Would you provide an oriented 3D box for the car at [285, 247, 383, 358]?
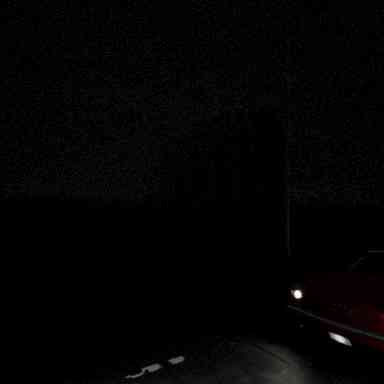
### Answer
[{"bbox_3d":[3.776,1.664,5.695,4.718,1.301,1.895,1,0,-35],"label":"car"}]
